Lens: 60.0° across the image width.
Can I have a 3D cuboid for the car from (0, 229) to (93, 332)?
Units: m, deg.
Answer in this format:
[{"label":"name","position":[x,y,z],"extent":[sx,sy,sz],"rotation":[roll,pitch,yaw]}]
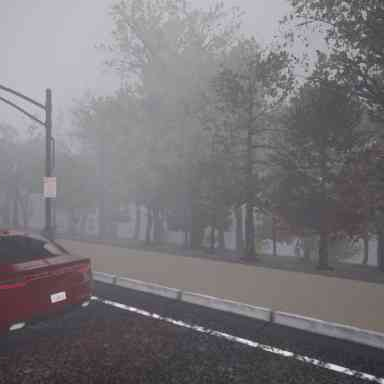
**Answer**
[{"label":"car","position":[-4.086,1.477,6.598],"extent":[5.008,1.535,1.882],"rotation":[0,0,36]}]
